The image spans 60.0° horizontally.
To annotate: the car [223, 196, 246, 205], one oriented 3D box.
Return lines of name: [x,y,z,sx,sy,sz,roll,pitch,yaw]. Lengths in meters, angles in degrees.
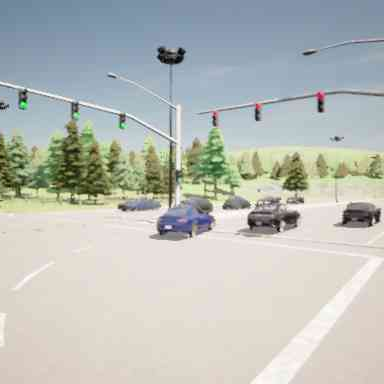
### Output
car: [6.870,1.341,53.569,1.994,1.385,4.181,0,0,37]

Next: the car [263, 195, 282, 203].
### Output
car: [15.814,1.365,65.547,1.895,1.301,4.718,0,0,37]

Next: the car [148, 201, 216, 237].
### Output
car: [-0.224,1.441,17.384,1.812,1.442,4.674,0,0,22]

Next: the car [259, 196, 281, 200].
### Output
car: [10.723,1.320,47.041,2.128,1.511,4.902,0,0,36]

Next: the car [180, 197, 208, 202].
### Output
car: [0.344,1.408,32.912,1.994,1.385,4.181,0,0,36]

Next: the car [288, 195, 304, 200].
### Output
car: [17.419,1.309,56.052,2.128,1.511,4.902,0,0,37]

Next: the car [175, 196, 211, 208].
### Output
car: [0.241,1.335,44.601,2.033,1.411,5.357,0,0,36]

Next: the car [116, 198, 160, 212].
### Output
car: [-5.702,1.344,36.507,2.033,1.411,5.357,0,0,36]

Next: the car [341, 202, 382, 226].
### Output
car: [11.707,1.453,22.892,1.837,1.490,4.892,0,0,37]

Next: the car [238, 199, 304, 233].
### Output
car: [4.884,1.423,19.381,2.128,1.511,4.902,0,0,35]

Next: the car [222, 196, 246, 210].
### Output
car: [5.289,1.400,39.669,1.994,1.385,4.181,0,0,35]
